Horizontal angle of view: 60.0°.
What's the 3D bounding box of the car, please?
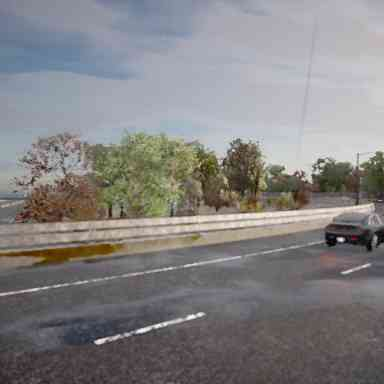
[{"bbox_3d":[7.672,1.650,14.905,4.892,1.490,1.837,0,0,-44],"label":"car"}]
